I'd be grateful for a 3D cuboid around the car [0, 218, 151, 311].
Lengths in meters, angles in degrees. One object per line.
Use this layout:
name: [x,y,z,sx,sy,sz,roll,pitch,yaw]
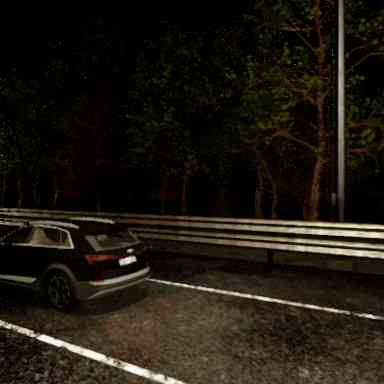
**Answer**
car: [-3.202,1.420,7.709,4.856,1.649,2.033,0,0,31]
